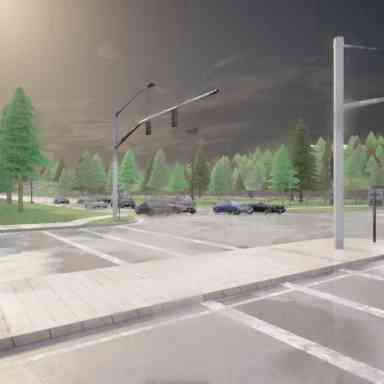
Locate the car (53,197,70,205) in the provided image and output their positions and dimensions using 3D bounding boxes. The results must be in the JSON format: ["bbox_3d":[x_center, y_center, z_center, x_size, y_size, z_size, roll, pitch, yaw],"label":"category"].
[{"bbox_3d":[-23.078,1.547,58.819,2.033,1.411,5.357,0,0,-35],"label":"car"}]

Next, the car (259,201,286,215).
[{"bbox_3d":[7.227,1.601,33.814,1.895,1.301,4.718,0,0,-35],"label":"car"}]

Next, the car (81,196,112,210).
[{"bbox_3d":[-12.685,1.601,43.919,1.895,1.301,4.718,0,0,-35],"label":"car"}]

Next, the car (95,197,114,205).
[{"bbox_3d":[-16.145,1.601,61.107,1.895,1.301,4.718,0,0,-35],"label":"car"}]

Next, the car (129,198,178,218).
[{"bbox_3d":[-3.680,1.547,30.810,2.033,1.411,5.357,0,0,-31],"label":"car"}]

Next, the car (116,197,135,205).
[{"bbox_3d":[-12.342,1.564,61.783,1.994,1.385,4.181,0,0,-35],"label":"car"}]

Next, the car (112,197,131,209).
[{"bbox_3d":[-9.402,1.547,45.331,2.033,1.411,5.357,0,0,-35],"label":"car"}]

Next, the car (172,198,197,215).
[{"bbox_3d":[-1.333,1.564,33.833,1.994,1.385,4.181,0,0,-35],"label":"car"}]

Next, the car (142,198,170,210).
[{"bbox_3d":[-4.979,1.564,45.122,1.994,1.385,4.181,0,0,-35],"label":"car"}]

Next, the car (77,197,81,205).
[{"bbox_3d":[-18.940,1.525,58.993,1.812,1.442,4.674,0,0,-35],"label":"car"}]

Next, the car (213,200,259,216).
[{"bbox_3d":[3.908,1.525,32.452,1.812,1.442,4.674,0,0,-35],"label":"car"}]
